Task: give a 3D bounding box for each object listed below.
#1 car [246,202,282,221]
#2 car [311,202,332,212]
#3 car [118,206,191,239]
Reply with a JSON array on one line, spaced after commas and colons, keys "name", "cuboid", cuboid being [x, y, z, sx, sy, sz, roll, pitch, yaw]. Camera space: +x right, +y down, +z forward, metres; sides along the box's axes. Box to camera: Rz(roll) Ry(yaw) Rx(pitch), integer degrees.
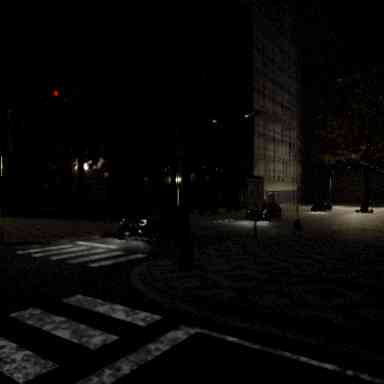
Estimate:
[{"name": "car", "cuboid": [6.941, 1.760, 31.809, 2.097, 1.767, 4.553, -1, -1, 36]}, {"name": "car", "cuboid": [18.851, 2.173, 48.278, 2.033, 1.411, 5.357, -1, -1, 36]}, {"name": "car", "cuboid": [-2.077, 1.619, 19.260, 2.097, 1.767, 4.553, -1, -1, 36]}]
